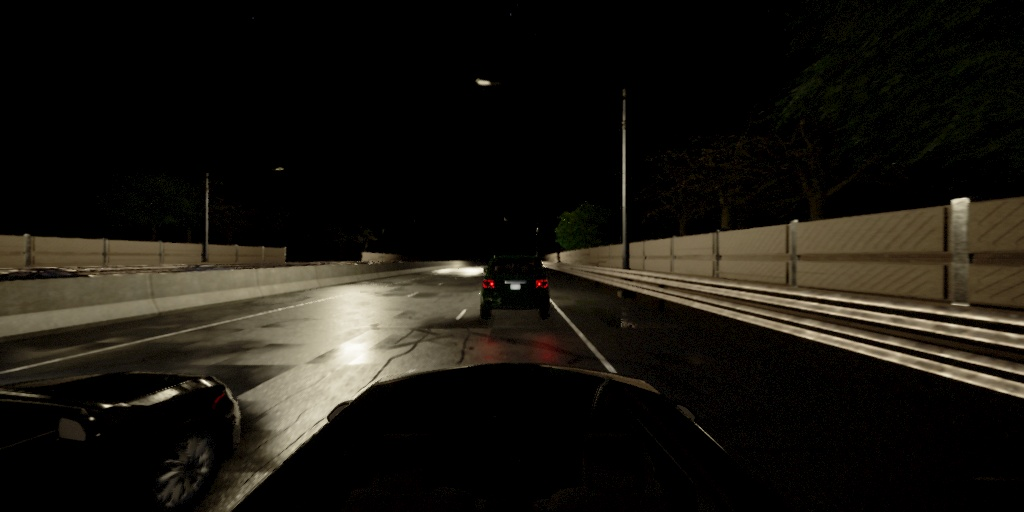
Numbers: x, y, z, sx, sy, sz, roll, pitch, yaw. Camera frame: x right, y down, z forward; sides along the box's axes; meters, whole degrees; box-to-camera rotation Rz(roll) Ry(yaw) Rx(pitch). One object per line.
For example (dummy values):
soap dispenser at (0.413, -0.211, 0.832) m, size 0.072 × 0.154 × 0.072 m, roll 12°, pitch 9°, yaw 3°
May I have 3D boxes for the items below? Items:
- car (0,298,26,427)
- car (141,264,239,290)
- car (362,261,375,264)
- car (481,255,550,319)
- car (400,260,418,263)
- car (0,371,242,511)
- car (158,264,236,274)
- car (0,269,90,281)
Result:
car at (-6.900, 1.255, 1.965) m, size 1.837 × 1.490 × 4.892 m, roll 0°, pitch 0°, yaw 0°
car at (-21.092, 1.298, 23.847) m, size 2.128 × 1.511 × 4.902 m, roll 0°, pitch 0°, yaw 0°
car at (-24.502, 1.574, 60.241) m, size 2.033 × 1.411 × 5.357 m, roll 0°, pitch 0°, yaw 0°
car at (0.103, 0.991, 13.087) m, size 2.150 × 2.045 × 5.566 m, roll 0°, pitch 0°, yaw 0°
car at (-17.507, 1.528, 62.880) m, size 1.882 × 1.535 × 5.008 m, roll 0°, pitch 0°, yaw 0°
car at (-3.400, 1.253, 1.295) m, size 1.837 × 1.490 × 4.892 m, roll 0°, pitch 0°, yaw 0°
car at (-17.596, 1.342, 20.861) m, size 2.033 × 1.411 × 5.357 m, roll 0°, pitch 0°, yaw 0°
car at (-24.595, 1.351, 18.441) m, size 1.994 × 1.385 × 4.181 m, roll 0°, pitch 0°, yaw 0°
